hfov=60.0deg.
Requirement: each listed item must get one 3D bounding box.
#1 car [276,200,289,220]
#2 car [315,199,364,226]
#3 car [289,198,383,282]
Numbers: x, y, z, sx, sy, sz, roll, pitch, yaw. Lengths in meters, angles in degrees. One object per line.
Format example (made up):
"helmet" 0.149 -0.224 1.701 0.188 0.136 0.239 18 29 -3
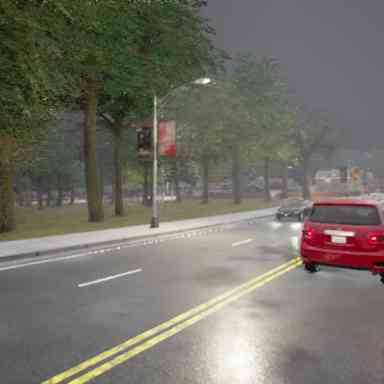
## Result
"car" 8.042 1.339 25.525 1.837 1.490 4.892 0 1 36
"car" 10.436 1.342 23.297 2.128 1.511 4.902 0 1 36
"car" 5.006 1.205 9.938 2.150 2.045 5.566 0 0 36
